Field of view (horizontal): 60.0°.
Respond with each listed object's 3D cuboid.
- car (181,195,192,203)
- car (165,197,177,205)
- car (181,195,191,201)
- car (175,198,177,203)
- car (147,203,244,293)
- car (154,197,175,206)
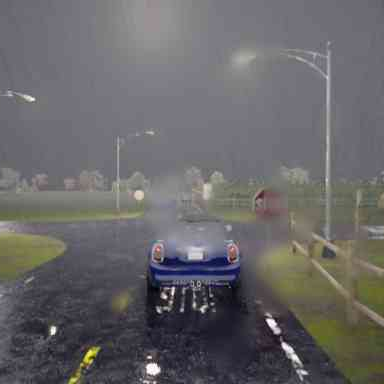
[{"bbox_3d":[-1.123,1.436,67.850,1.994,1.385,4.181,0,0,-2],"label":"car"},{"bbox_3d":[-3.649,1.497,57.871,1.895,1.301,4.718,0,0,-1],"label":"car"},{"bbox_3d":[-1.478,1.372,77.634,2.128,1.511,4.902,0,0,-2],"label":"car"},{"bbox_3d":[-3.421,1.466,47.760,2.033,1.411,5.357,0,0,-1],"label":"car"},{"bbox_3d":[0.064,1.340,9.025,2.097,1.767,4.553,0,0,0],"label":"car"},{"bbox_3d":[-3.217,1.417,37.802,1.882,1.535,5.008,0,0,-1],"label":"car"}]
